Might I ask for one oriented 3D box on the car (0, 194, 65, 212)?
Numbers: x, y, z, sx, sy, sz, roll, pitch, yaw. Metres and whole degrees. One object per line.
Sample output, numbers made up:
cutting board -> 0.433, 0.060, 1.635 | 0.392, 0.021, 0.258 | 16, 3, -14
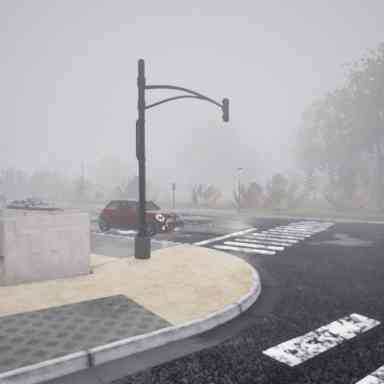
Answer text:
car -> -10.370, 1.141, 21.771 | 4.902, 1.511, 2.128 | 1, 1, 31

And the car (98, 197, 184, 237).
car -> -2.609, 1.147, 16.930 | 4.553, 1.767, 2.097 | 1, 1, 32
